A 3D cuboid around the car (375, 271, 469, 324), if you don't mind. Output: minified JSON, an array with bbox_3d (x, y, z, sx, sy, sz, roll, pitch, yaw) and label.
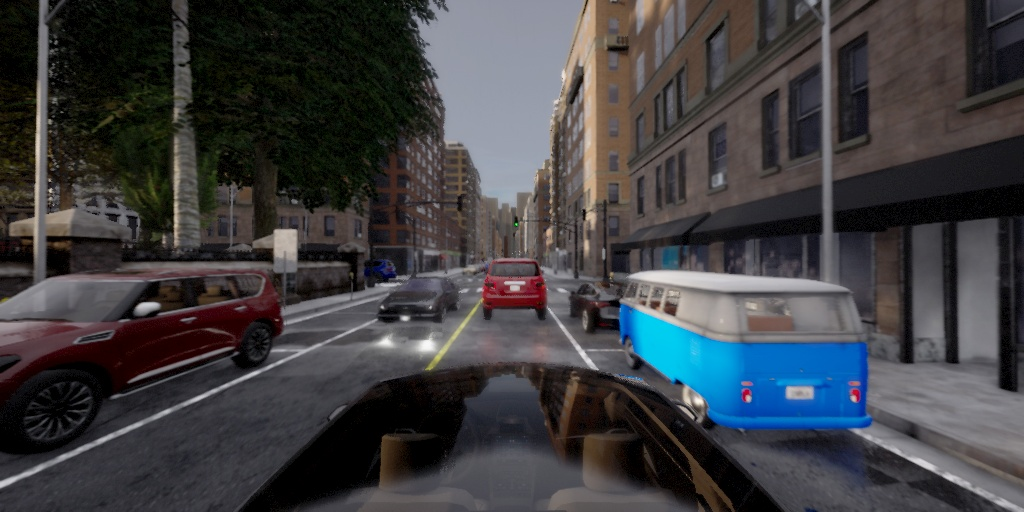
[{"bbox_3d":[-3.029,1.440,12.890,2.033,1.411,5.357,0,-1,1],"label":"car"}]

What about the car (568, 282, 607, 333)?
[{"bbox_3d":[2.855,1.436,11.053,1.948,1.339,4.313,0,0,0],"label":"car"}]

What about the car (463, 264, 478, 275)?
[{"bbox_3d":[-5.673,1.866,48.868,1.751,1.417,4.829,0,0,0],"label":"car"}]

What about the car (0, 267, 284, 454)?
[{"bbox_3d":[-5.669,1.112,5.352,2.192,1.841,5.009,0,0,0],"label":"car"}]

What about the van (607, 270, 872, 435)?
[{"bbox_3d":[2.856,1.138,5.393,1.690,1.789,3.998,0,0,0],"label":"van"}]

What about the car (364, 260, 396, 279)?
[{"bbox_3d":[-13.099,1.330,31.540,5.566,2.045,2.150,0,-1,-1],"label":"car"}]

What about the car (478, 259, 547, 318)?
[{"bbox_3d":[0.098,1.126,13.846,2.150,2.045,5.566,0,-1,0],"label":"car"}]
